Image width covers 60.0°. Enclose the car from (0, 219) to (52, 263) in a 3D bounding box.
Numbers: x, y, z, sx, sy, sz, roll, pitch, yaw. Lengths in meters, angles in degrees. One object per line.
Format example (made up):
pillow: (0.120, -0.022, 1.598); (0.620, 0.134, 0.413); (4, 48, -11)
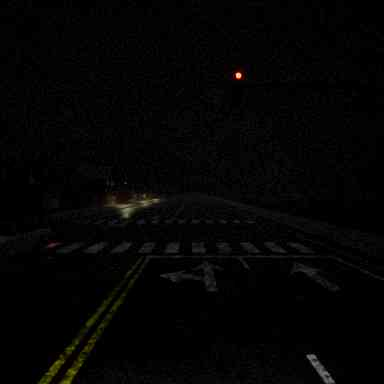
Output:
car: (-6.480, 1.612, 10.964); (1.895, 1.301, 4.718); (0, 0, 0)
